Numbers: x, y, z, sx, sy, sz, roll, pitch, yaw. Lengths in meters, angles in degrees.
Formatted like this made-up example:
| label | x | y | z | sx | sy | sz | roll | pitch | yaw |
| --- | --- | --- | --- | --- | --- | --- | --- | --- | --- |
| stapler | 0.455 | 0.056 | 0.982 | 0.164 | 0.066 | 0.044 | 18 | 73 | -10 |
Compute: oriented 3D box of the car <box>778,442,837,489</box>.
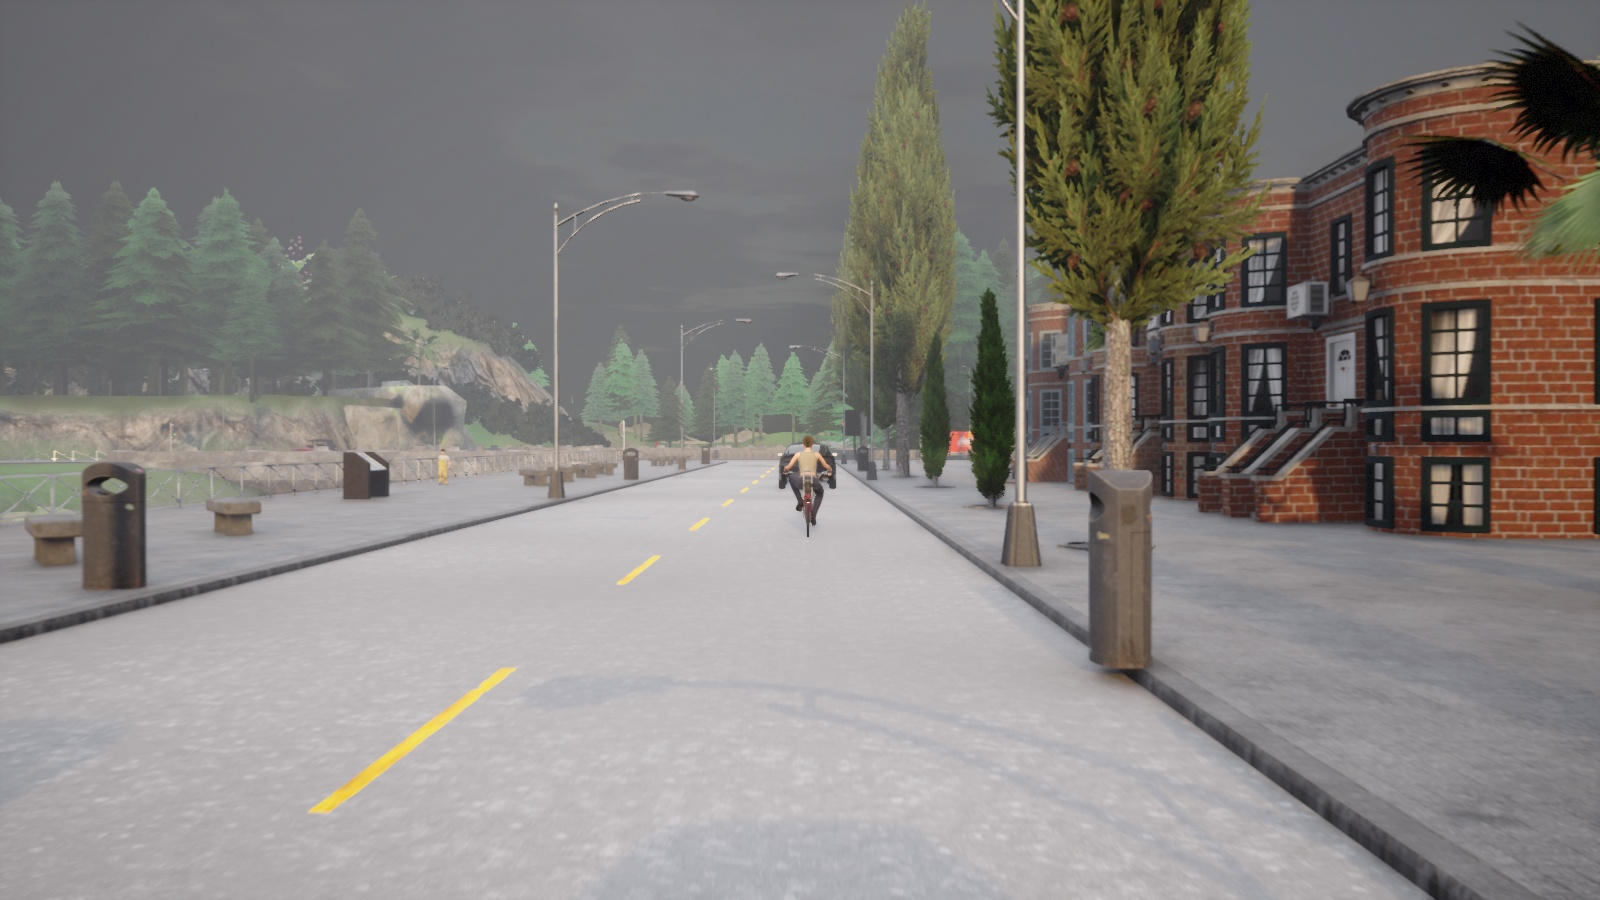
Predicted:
| label | x | y | z | sx | sy | sz | roll | pitch | yaw |
| --- | --- | --- | --- | --- | --- | --- | --- | --- | --- |
| car | 0.251 | 0.483 | 42.752 | 1.882 | 1.535 | 5.008 | 0 | 0 | 0 |

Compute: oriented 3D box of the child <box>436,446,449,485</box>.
| label | x | y | z | sx | sy | sz | roll | pitch | yaw |
| --- | --- | --- | --- | --- | --- | --- | --- | --- | --- |
| child | -11.726 | 0.495 | 41.198 | 0.270 | 1.263 | 0.437 | 0 | 0 | 1 |

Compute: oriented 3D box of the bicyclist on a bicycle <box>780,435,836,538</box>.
| label | x | y | z | sx | sy | sz | roll | pitch | yaw |
| --- | --- | --- | --- | --- | --- | --- | --- | --- | --- |
| bicyclist on a bicycle | 0.129 | 0.568 | 20.471 | 0.866 | 1.612 | 1.509 | 0 | 0 | 0 |
